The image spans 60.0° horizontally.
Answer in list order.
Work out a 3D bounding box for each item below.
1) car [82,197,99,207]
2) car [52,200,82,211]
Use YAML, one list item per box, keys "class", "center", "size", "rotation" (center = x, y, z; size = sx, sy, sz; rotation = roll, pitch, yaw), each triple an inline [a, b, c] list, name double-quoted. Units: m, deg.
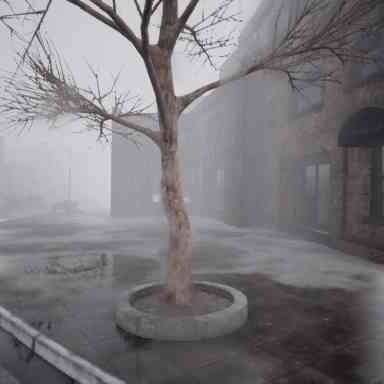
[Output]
- class: "car"
  center: [-18.432, 1.643, 59.357]
  size: [2.097, 1.767, 4.553]
  rotation: [1, 0, 8]
- class: "car"
  center: [-16.914, 1.735, 44.386]
  size: [1.812, 1.442, 4.674]
  rotation: [1, 0, 8]
